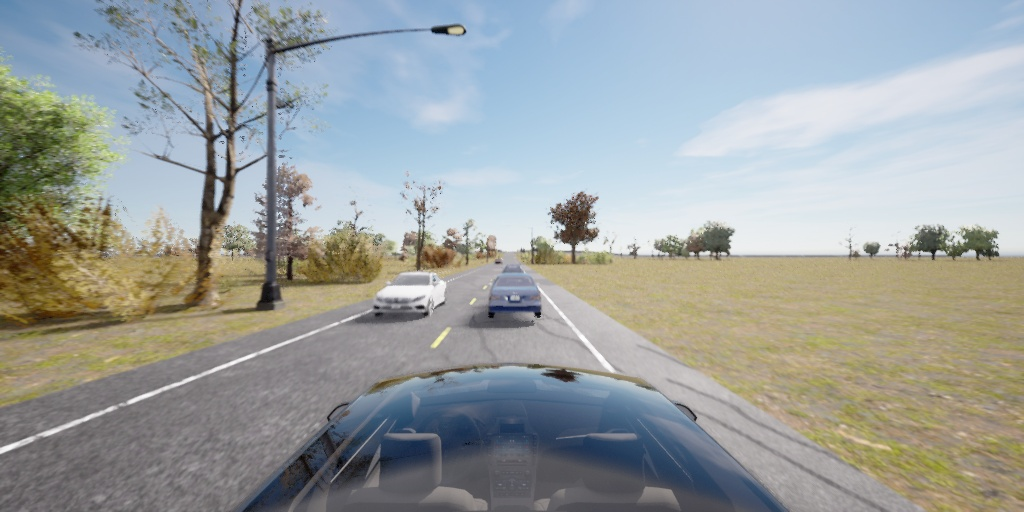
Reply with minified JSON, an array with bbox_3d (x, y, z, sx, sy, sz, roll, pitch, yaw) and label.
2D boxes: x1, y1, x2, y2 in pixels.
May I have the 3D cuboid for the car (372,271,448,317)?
[{"bbox_3d":[-3.607,1.317,13.497,1.812,1.442,4.674,0,0,0],"label":"car"}]

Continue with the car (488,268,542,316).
[{"bbox_3d":[0.092,1.338,13.462,2.033,1.411,5.357,0,0,0],"label":"car"}]

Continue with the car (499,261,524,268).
[{"bbox_3d":[0.078,1.414,31.313,1.994,1.385,4.181,0,0,0],"label":"car"}]
